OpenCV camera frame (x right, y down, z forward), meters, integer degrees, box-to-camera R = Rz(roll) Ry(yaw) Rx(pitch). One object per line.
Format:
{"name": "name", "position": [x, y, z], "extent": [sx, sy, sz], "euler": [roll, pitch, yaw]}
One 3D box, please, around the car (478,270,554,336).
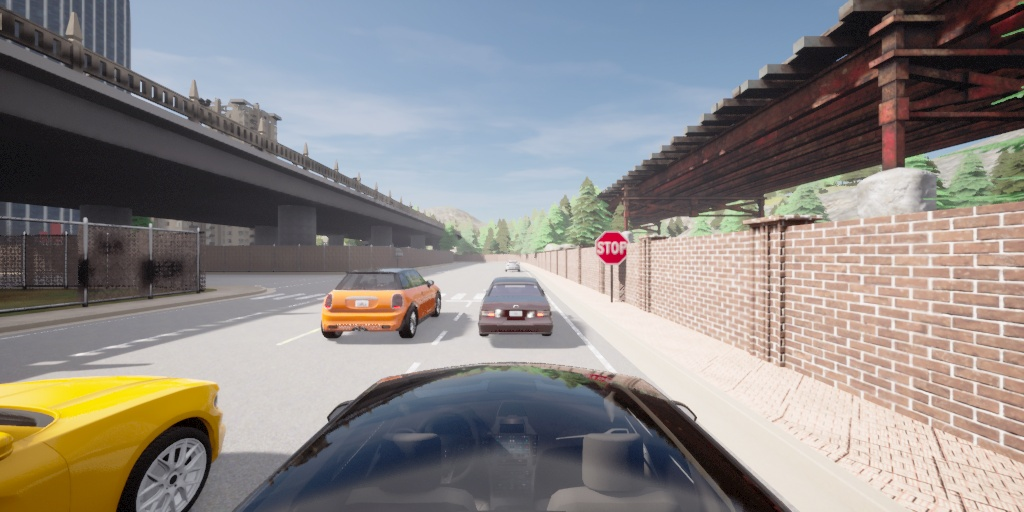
{"name": "car", "position": [0.082, 1.297, 10.304], "extent": [2.033, 1.411, 5.357], "euler": [0, 0, 0]}

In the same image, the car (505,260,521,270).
{"name": "car", "position": [0.083, 1.275, 46.187], "extent": [1.812, 1.442, 4.674], "euler": [0, 0, -1]}

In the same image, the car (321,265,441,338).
{"name": "car", "position": [-3.419, 1.102, 10.282], "extent": [2.097, 1.767, 4.553], "euler": [0, 0, 0]}

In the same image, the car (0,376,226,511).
{"name": "car", "position": [-3.396, 1.228, 1.025], "extent": [1.882, 1.535, 5.008], "euler": [0, 0, 0]}
